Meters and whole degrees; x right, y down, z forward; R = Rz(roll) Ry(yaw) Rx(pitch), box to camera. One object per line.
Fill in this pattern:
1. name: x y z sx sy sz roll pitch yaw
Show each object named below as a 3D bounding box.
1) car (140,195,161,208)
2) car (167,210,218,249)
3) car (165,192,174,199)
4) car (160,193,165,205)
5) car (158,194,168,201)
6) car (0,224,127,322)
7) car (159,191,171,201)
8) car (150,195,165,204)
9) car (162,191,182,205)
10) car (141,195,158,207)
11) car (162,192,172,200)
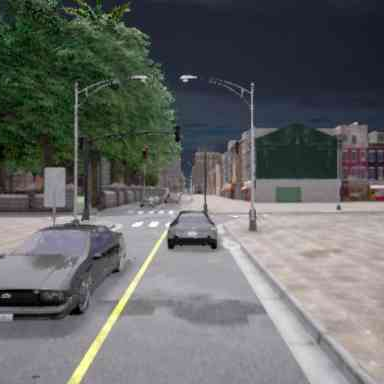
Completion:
1. car: -5.524 1.235 42.171 2.008 1.369 4.403 1 0 0
2. car: 0.030 1.452 14.000 1.994 1.385 4.181 0 0 1
3. car: -5.874 0.893 87.455 1.967 1.590 4.097 1 0 0
4. car: -5.556 1.189 49.306 2.008 1.369 4.403 1 0 0
5. car: -5.694 1.125 65.656 1.802 1.307 4.206 1 0 0
6. car: -2.821 1.486 7.669 2.033 1.411 5.357 0 0 0
7. car: -5.734 0.832 71.105 2.192 1.841 5.009 1 0 0
8. car: -5.602 1.170 54.756 1.947 1.339 4.313 1 0 0
9. car: -3.017 0.983 50.301 2.097 1.767 4.553 0 0 0
10. car: -5.564 1.197 44.145 1.752 1.417 4.829 1 0 0
11. car: -5.782 0.933 76.556 1.967 1.590 4.097 1 0 0
